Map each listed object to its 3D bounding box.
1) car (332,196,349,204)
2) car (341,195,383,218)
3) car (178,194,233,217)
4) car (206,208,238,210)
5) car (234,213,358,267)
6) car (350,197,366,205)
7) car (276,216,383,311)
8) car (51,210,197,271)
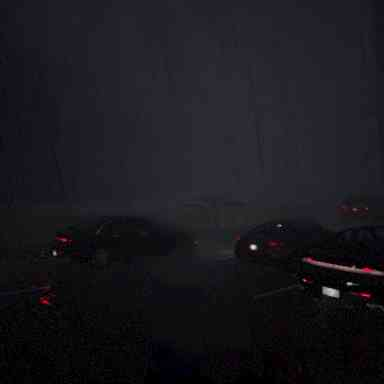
[{"bbox_3d":[28.693,1.539,64.261,2.033,1.411,5.357,0,0,35],"label":"car"},{"bbox_3d":[12.520,1.218,23.394,5.566,2.045,2.150,0,0,-43],"label":"car"},{"bbox_3d":[1.412,1.240,32.445,5.566,2.045,2.150,0,0,-43],"label":"car"},{"bbox_3d":[3.563,1.540,29.694,4.674,1.442,1.812,0,0,-43],"label":"car"},{"bbox_3d":[3.337,1.567,10.864,4.181,1.385,1.994,0,0,-38],"label":"car"},{"bbox_3d":[30.085,1.551,60.068,1.994,1.385,4.181,0,0,35],"label":"car"},{"bbox_3d":[4.287,1.490,7.148,4.902,1.511,2.128,0,0,-38],"label":"car"},{"bbox_3d":[-2.050,1.515,11.101,4.892,1.490,1.837,0,0,-37],"label":"car"}]
